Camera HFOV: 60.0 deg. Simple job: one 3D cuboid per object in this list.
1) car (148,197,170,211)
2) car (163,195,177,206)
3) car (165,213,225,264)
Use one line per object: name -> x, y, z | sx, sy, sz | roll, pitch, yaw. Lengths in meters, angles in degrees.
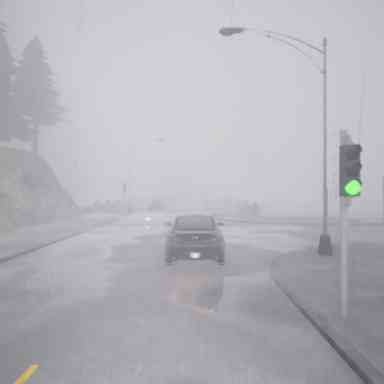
car -> -4.094, 1.612, 39.955 | 1.895, 1.301, 4.718 | 0, 0, 0
car -> -4.067, 1.366, 53.513 | 2.097, 1.767, 4.553 | 0, 0, 0
car -> 0.093, 1.510, 11.788 | 1.837, 1.490, 4.892 | 0, 0, 0
